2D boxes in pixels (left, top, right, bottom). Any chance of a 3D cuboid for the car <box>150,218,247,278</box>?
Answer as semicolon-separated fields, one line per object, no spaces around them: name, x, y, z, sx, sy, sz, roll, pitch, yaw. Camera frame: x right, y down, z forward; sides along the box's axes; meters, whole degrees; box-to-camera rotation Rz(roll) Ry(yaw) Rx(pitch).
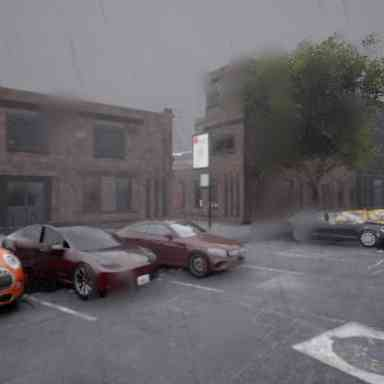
car;-0.601;1.573;10.400;4.674;1.452;2.002;-1;-1;35

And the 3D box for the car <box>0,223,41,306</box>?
car;-5.525;1.357;6.953;4.553;1.767;2.185;-1;-1;35

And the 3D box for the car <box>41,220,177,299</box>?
car;-3.025;1.536;8.647;4.792;1.488;2.163;-1;-1;35

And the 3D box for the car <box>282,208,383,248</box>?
car;6.734;1.615;15.615;4.892;1.521;2.231;-1;-1;35
